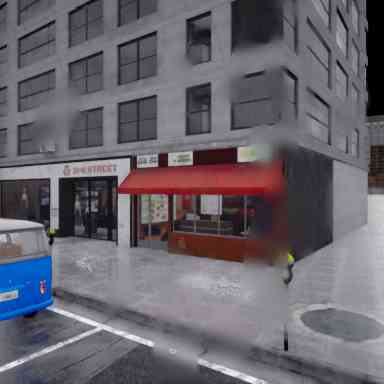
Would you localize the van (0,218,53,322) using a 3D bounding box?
[{"bbox_3d":[-4.280,1.340,6.130,3.998,1.788,1.690,0,0,35],"label":"van"}]
